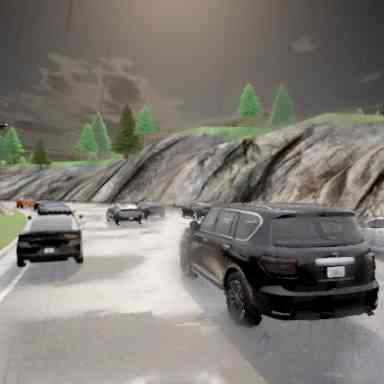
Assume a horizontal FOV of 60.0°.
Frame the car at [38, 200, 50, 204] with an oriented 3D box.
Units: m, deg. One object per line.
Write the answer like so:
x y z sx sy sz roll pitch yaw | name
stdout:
-10.494 1.552 25.426 1.882 1.535 5.008 0 0 -26 | car

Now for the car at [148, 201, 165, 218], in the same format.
-4.002 1.600 30.411 1.837 1.490 4.892 0 0 -26 | car

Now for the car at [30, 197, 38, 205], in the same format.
-18.383 1.682 41.362 1.994 1.385 4.181 0 0 -35 | car

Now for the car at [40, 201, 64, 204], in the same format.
-8.182 1.565 20.369 1.837 1.490 4.892 0 0 -23 | car

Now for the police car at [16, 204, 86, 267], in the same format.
-4.874 1.460 11.830 1.930 1.638 5.238 0 0 -19 | police car

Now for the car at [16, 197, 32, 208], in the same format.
-25.406 1.495 50.918 2.097 1.767 4.553 0 0 -38 | car

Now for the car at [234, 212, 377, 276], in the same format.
3.607 1.590 11.940 2.033 1.411 5.357 0 0 -18 | car

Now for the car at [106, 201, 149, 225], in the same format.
-5.091 1.567 24.566 2.128 1.511 4.902 0 0 -24 | car

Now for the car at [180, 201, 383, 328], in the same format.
1.329 1.247 7.375 2.150 2.045 5.566 0 0 -16 | car

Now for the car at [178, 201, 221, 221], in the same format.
0.529 1.600 29.084 1.837 1.490 4.892 0 0 -25 | car
